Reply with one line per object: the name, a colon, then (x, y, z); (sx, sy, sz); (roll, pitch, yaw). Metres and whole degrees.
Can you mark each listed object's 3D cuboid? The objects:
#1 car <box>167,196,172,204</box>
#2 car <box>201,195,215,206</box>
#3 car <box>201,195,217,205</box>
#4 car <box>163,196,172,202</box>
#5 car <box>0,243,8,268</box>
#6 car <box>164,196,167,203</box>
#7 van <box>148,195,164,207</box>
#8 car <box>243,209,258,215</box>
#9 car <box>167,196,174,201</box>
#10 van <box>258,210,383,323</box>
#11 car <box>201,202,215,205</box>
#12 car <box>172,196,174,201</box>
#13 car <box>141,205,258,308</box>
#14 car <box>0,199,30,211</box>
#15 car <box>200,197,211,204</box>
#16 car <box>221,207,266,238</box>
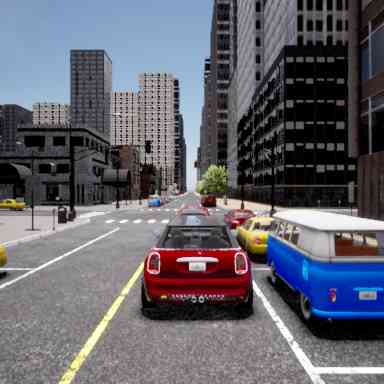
car: (-5.727, 1.527, 67.204); (1.967, 1.590, 4.097); (0, 0, 0)
car: (2.658, 1.378, 56.162); (2.192, 1.841, 5.009); (0, 0, 0)
car: (2.661, 1.367, 50.638); (2.192, 1.841, 5.009); (0, 0, 0)
car: (-5.732, 1.666, 78.251); (2.008, 1.369, 4.403); (0, 0, 0)
car: (-5.696, 1.525, 6.749); (1.752, 1.417, 4.829); (0, 0, 0)
car: (-5.721, 1.503, 56.155); (1.967, 1.590, 4.097); (0, 0, 0)
van: (-5.719, 1.394, 50.632); (1.690, 1.788, 3.998); (0, 0, 0)
car: (2.681, 1.527, 12.758); (1.752, 1.417, 4.829); (0, 0, 0)
car: (-5.738, 1.671, 89.129); (1.752, 1.417, 4.829); (0, 0, 0)
van: (2.684, 1.341, 6.923); (1.690, 1.788, 3.998); (0, 0, 0)
car: (0.091, 1.481, 17.271); (1.882, 1.535, 5.008); (0, 0, 0)
car: (-5.729, 1.651, 72.727); (2.008, 1.369, 4.403); (0, 0, 0)
car: (0.095, 1.352, 8.065); (2.097, 1.767, 4.553); (0, 0, 0)
car: (-21.428, 1.468, 38.455); (4.829, 1.417, 1.752); (0, 0, 0)
car: (2.654, 1.653, 67.211); (1.947, 1.339, 4.313); (0, 0, 0)
car: (2.678, 1.586, 18.250); (1.802, 1.307, 4.206); (0, 0, 0)
